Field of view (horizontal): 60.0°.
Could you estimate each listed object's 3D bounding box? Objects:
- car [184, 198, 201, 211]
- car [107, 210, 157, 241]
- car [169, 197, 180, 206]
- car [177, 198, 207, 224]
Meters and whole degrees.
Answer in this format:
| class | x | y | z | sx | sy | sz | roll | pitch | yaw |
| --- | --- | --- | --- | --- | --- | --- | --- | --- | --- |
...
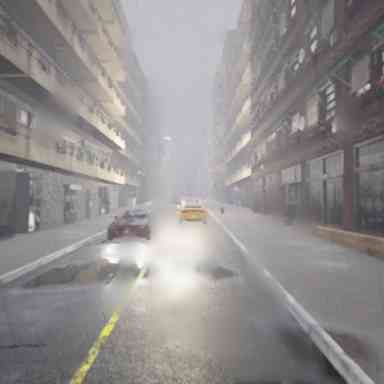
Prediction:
| class | x | y | z | sx | sy | sz | roll | pitch | yaw |
| --- | --- | --- | --- | --- | --- | --- | --- | --- | --- |
| car | 0.086 | 1.541 | 42.798 | 2.128 | 1.511 | 4.902 | 0 | 0 | 0 |
| car | -2.852 | 1.576 | 16.512 | 1.994 | 1.385 | 4.181 | 0 | 0 | 0 |
| car | -2.816 | 1.628 | 57.085 | 2.033 | 1.411 | 5.357 | 0 | 0 | 1 |
| car | 0.093 | 1.497 | 24.705 | 1.882 | 1.535 | 5.008 | 0 | 0 | 0 |
